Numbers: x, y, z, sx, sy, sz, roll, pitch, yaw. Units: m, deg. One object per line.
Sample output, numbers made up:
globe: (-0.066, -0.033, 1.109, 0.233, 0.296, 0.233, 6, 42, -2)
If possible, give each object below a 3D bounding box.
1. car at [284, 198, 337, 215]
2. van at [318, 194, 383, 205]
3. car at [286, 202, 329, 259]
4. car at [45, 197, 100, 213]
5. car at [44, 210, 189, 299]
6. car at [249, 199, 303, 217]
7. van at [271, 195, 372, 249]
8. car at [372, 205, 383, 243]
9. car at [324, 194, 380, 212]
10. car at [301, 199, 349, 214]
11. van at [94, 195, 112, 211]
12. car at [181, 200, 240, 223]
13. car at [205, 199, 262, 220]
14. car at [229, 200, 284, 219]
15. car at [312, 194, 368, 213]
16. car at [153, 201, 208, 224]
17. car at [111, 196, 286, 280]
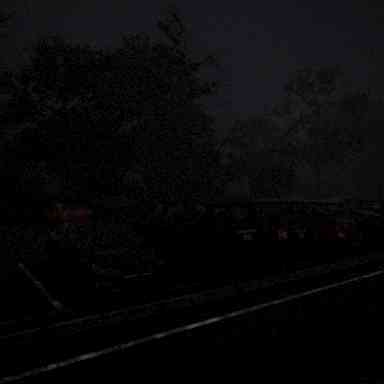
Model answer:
car: (12.580, 1.485, 35.524, 2.097, 1.535, 5.008, 0, 0, -36)
van: (8.885, 1.244, 16.938, 1.878, 1.987, 4.442, 0, 0, -36)
car: (2.131, 1.339, 11.923, 2.185, 1.767, 4.553, 0, 0, -36)
car: (-7.785, 1.343, 20.914, 2.185, 1.767, 4.553, 0, 0, -36)
car: (-2.453, 1.470, 8.695, 2.231, 1.521, 4.892, 0, 0, -36)
car: (8.032, 1.506, 32.308, 2.163, 1.488, 4.792, 0, 0, -36)
van: (4.461, 1.241, 13.486, 1.878, 1.987, 4.442, 0, 0, -36)
car: (6.677, 1.469, 15.207, 2.231, 1.521, 4.892, 0, 0, -36)
car: (19.285, 1.259, 40.299, 2.435, 2.045, 5.566, 0, 0, -36)
car: (14.742, 1.531, 37.076, 2.002, 1.452, 4.674, 0, 0, -36)
van: (-5.608, 1.241, 22.650, 1.878, 1.987, 4.442, 0, 0, -36)
car: (1.364, 1.468, 27.268, 1.946, 1.575, 5.366, 0, 0, -36)
car: (3.524, 1.473, 29.037, 2.097, 1.535, 5.008, 0, 0, -36)
car: (5.802, 1.504, 30.639, 2.163, 1.488, 4.792, 0, 0, -36)
car: (17.122, 1.249, 38.748, 2.435, 2.045, 5.566, 0, 0, -36)
car: (-1.008, 1.510, 25.796, 2.002, 1.452, 4.674, 0, 0, -36)
car: (-0.183, 1.216, 10.343, 2.435, 2.045, 5.566, 0, 0, -36)
